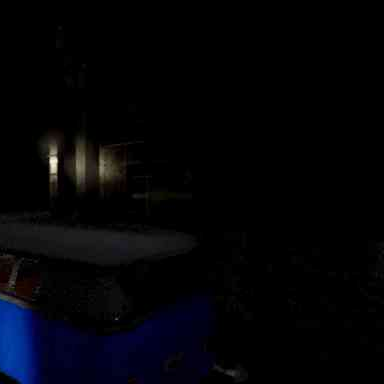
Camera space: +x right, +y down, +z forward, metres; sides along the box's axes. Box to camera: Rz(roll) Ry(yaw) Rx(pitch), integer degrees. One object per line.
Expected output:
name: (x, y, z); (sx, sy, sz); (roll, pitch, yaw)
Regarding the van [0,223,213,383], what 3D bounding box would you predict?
van: (-1.680, 1.349, 4.163); (3.998, 1.788, 1.690); (0, 0, 35)
